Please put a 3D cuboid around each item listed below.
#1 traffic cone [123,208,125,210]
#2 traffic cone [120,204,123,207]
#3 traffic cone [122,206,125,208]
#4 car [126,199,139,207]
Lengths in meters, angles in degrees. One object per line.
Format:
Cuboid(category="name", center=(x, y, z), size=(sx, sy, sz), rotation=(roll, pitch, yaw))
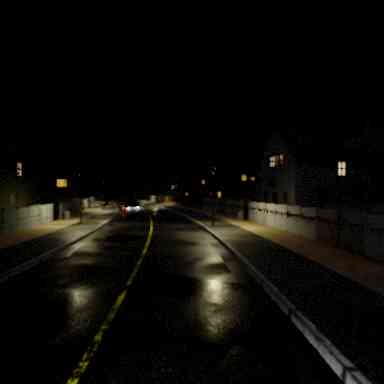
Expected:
Cuboid(category="traffic cone", center=(-6.487, 2.083, 31.637), size=(0.340, 0.580, 0.340), rotation=(0, 0, -9))
Cuboid(category="traffic cone", center=(-9.420, 2.154, 46.163), size=(0.340, 0.580, 0.340), rotation=(0, 0, -13))
Cuboid(category="traffic cone", center=(-7.346, 2.106, 36.502), size=(0.340, 0.580, 0.340), rotation=(0, 0, -11))
Cuboid(category="car", center=(-10.397, 1.845, 57.932), size=(1.895, 1.301, 4.718), rotation=(-1, 0, -17))
